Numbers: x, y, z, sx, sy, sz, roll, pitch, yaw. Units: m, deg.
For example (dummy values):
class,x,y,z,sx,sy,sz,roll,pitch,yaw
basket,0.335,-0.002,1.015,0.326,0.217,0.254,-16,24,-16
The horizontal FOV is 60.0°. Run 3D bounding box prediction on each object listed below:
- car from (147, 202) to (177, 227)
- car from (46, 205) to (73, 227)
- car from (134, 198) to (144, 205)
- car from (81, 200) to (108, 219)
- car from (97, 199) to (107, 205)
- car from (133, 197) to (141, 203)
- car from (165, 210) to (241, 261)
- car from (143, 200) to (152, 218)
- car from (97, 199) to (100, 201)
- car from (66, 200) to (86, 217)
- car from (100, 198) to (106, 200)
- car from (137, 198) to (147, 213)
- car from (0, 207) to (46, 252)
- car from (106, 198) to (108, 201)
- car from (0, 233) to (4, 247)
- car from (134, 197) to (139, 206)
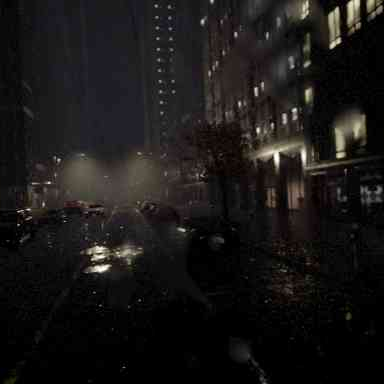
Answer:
class,x,y,z,sx,sy,sz,roll,pitch,yaw
car,-1.842,1.615,23.142,1.802,1.307,4.206,-2,0,-11
car,-11.171,2.072,27.063,1.802,1.307,4.206,-2,0,-11
car,-10.809,1.900,67.644,1.802,1.307,4.206,-2,0,-11
car,-9.917,1.929,34.398,1.812,1.442,4.674,-3,0,-11
car,-22.384,2.376,82.701,2.008,1.369,4.403,-2,0,-11
car,-13.053,1.924,78.769,1.887,1.381,4.507,-2,0,-11
car,0.398,1.517,12.017,1.947,1.339,4.313,-2,0,-11
car,-2.963,1.655,28.705,1.802,1.307,4.206,-2,0,-11
car,-16.745,2.193,54.716,1.752,1.417,4.829,-2,0,-11
car,-13.424,1.880,38.191,2.192,1.841,5.009,-2,0,-11
car,-20.140,2.332,71.573,1.947,1.339,4.313,-2,0,-11
car,-5.240,1.675,39.998,1.752,1.417,4.829,-2,0,-11
car,-8.940,1.725,15.937,2.192,1.841,5.009,-2,0,-11
car,-21.262,2.341,77.136,1.887,1.381,4.507,-2,0,-11
car,-7.814,1.808,10.373,1.967,1.590,4.097,-2,0,-11
car,-7.447,1.785,50.957,1.947,1.339,4.313,-2,0,-11
